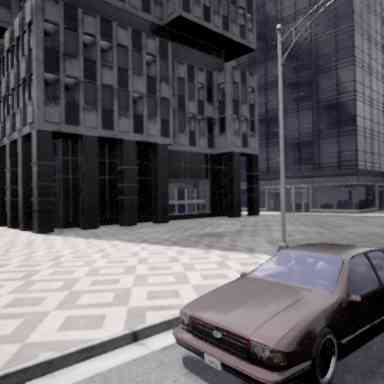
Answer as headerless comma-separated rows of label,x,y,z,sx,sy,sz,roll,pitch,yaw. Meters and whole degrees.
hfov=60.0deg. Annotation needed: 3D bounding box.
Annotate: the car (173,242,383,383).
car,2.287,1.618,5.631,5.357,1.411,2.033,0,-1,-40
